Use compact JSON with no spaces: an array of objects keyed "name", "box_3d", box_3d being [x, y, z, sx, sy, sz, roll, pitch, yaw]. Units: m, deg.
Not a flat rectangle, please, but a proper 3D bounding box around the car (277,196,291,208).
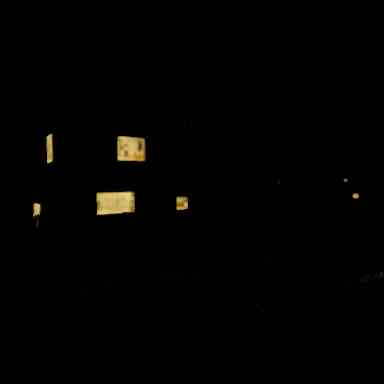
[{"name":"car","box_3d":[8.749,1.308,37.528,2.150,2.045,5.566,-1,1,-33]}]
